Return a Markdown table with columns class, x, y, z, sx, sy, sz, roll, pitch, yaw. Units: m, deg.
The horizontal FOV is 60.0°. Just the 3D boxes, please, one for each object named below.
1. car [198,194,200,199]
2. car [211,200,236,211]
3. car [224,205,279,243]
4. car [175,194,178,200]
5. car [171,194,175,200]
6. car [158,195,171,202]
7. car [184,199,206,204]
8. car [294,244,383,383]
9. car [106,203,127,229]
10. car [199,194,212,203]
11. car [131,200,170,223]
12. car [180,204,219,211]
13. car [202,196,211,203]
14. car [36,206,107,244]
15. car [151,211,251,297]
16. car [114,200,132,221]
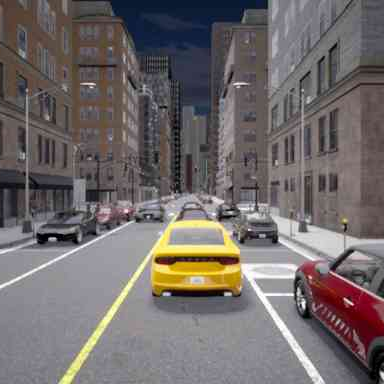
| class | x | y | z | sx | sy | sz | roll | pitch | yaw |
| --- | --- | --- | --- | --- | --- | --- | --- | --- | --- |
| car | 2.942 | 1.587 | 74.595 | 2.008 | 1.369 | 4.403 | 0 | 0 | 0 |
| car | 2.867 | 1.559 | 26.687 | 1.947 | 1.339 | 4.313 | 0 | 0 | 0 |
| car | 2.862 | 1.546 | 15.684 | 2.008 | 1.369 | 4.403 | 0 | 0 | 0 |
| car | -5.547 | 1.602 | 90.666 | 1.752 | 1.417 | 4.829 | 0 | 0 | 0 |
| car | -5.582 | 1.587 | 74.611 | 2.008 | 1.369 | 4.403 | 0 | 0 | 0 |
| car | -5.607 | 1.601 | 63.794 | 1.802 | 1.307 | 4.206 | 0 | 0 | 0 |
| car | 0.011 | 1.519 | 26.416 | 1.812 | 1.442 | 4.674 | 0 | 0 | 2 |
| car | 2.858 | 1.438 | 4.682 | 1.967 | 1.590 | 4.097 | 0 | 0 | 0 |
| car | -5.661 | 1.576 | 21.190 | 1.802 | 1.307 | 4.206 | 0 | 0 | 0 |
| car | 2.917 | 1.459 | 63.777 | 1.967 | 1.590 | 4.097 | 0 | 0 | 0 |
| car | -3.016 | 1.558 | 25.033 | 1.994 | 1.385 | 4.181 | 0 | 0 | 0 |
| car | 0.114 | 1.558 | 17.605 | 1.994 | 1.385 | 4.181 | 0 | 0 | 0 |
| car | 2.930 | 1.552 | 69.356 | 1.752 | 1.417 | 4.829 | 0 | 0 | 0 |
| car | -5.663 | 1.561 | 15.688 | 1.947 | 1.339 | 4.313 | 0 | 0 | 0 |
| car | 0.098 | 1.474 | 8.611 | 1.882 | 1.535 | 5.008 | 0 | 0 | 0 |
| car | -5.658 | 1.433 | 26.691 | 1.967 | 1.590 | 4.097 | 0 | 0 | 0 |
